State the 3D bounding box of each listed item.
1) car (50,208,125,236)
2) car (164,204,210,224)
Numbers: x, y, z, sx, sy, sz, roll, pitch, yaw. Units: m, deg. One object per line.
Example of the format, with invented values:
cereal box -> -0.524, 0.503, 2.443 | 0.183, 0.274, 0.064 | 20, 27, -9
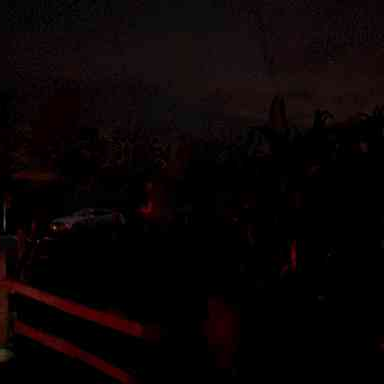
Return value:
car -> -6.109, 1.687, 19.959 | 1.812, 1.442, 4.674 | 0, 0, 35
car -> -0.306, 1.780, 27.944 | 1.837, 1.490, 4.892 | 0, 0, 36
